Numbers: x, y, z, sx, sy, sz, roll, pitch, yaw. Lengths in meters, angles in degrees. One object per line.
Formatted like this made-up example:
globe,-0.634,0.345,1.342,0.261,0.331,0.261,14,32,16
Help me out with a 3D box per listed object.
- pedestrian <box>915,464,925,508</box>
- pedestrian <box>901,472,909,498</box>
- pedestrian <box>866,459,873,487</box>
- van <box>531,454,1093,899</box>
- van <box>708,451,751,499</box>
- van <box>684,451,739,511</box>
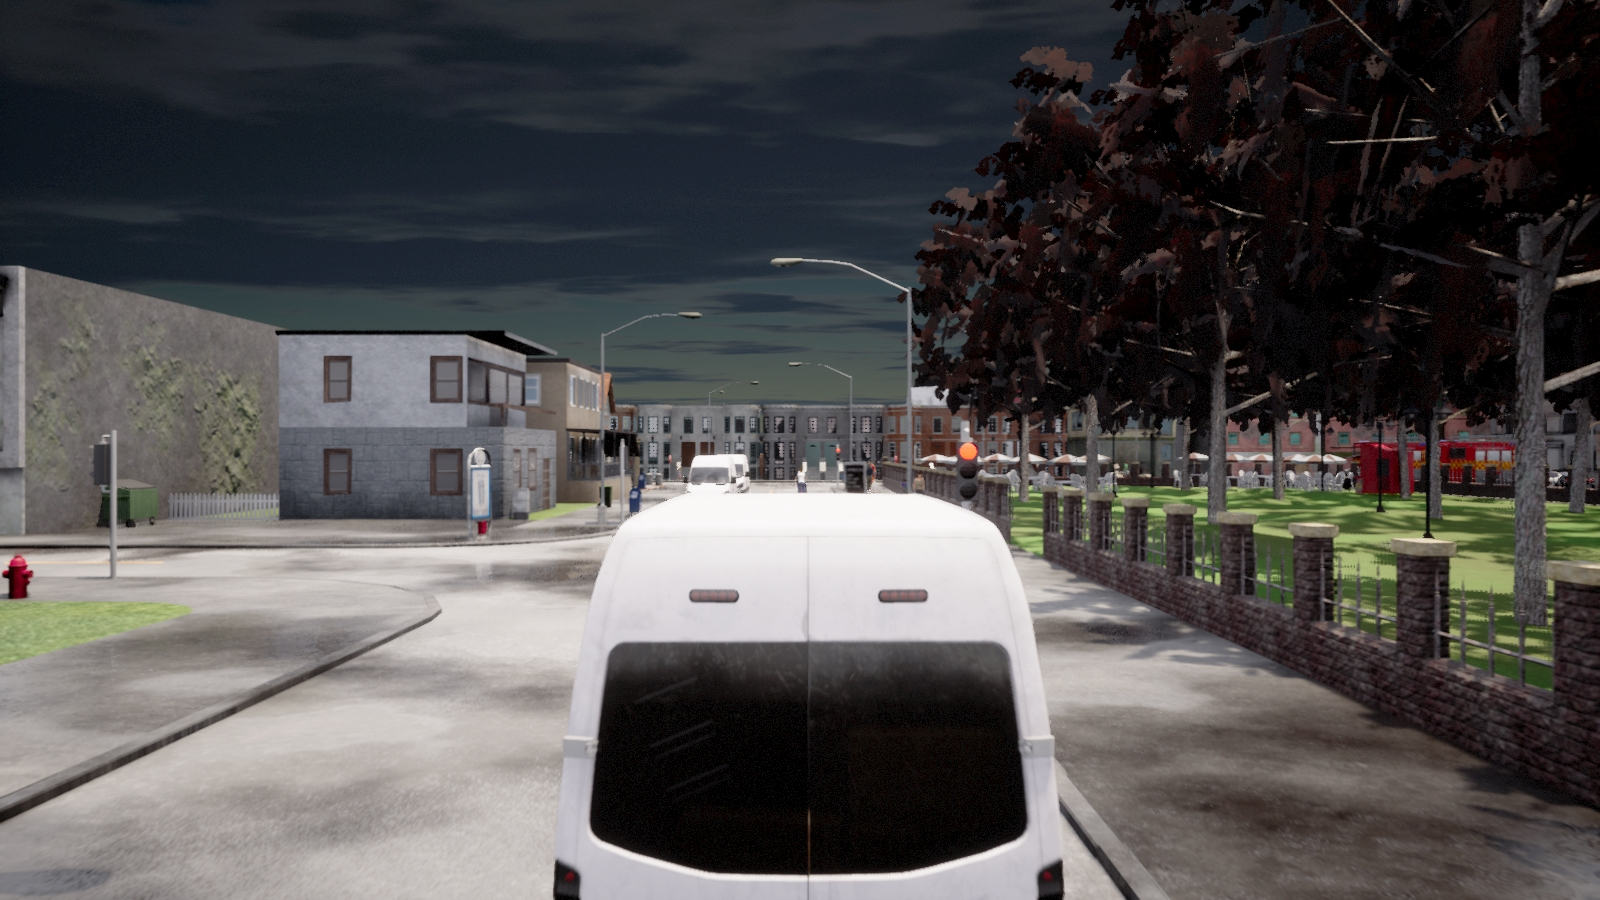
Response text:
pedestrian,5.114,1.525,48.848,0.375,1.860,0.375,0,0,-3
pedestrian,5.442,1.804,59.124,0.375,1.300,0.375,0,0,0
pedestrian,4.587,1.516,75.730,0.375,1.860,0.375,0,0,-7
van,0.031,1.314,7.001,1.988,2.561,5.915,0,0,0
van,-3.883,1.314,63.604,1.988,2.561,5.915,0,0,0
van,-3.925,1.314,51.522,1.988,2.561,5.915,0,0,0
